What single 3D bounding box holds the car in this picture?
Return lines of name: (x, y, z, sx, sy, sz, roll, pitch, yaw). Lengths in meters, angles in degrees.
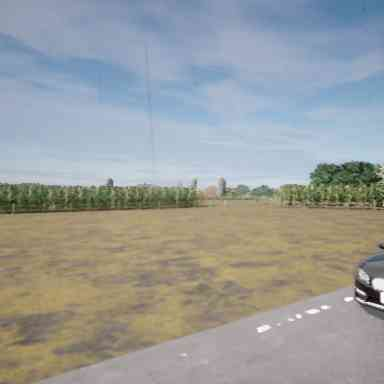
car: (5.257, 1.495, 6.820, 4.902, 1.511, 2.128, 0, 0, -35)
